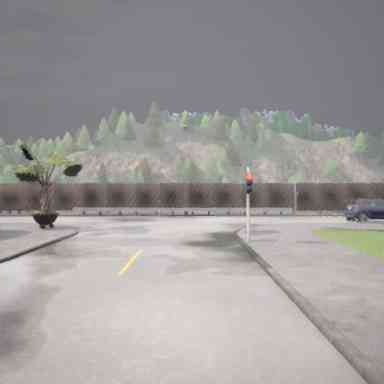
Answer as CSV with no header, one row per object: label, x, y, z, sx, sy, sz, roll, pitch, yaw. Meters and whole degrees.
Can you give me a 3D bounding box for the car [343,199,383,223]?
car,13.931,1.284,24.912,4.553,1.767,2.097,0,0,0
